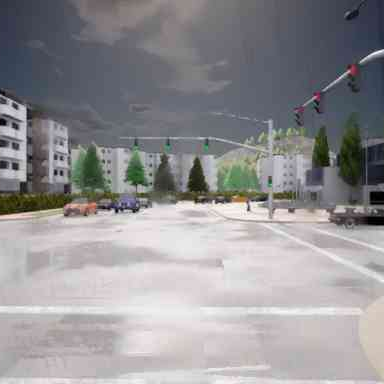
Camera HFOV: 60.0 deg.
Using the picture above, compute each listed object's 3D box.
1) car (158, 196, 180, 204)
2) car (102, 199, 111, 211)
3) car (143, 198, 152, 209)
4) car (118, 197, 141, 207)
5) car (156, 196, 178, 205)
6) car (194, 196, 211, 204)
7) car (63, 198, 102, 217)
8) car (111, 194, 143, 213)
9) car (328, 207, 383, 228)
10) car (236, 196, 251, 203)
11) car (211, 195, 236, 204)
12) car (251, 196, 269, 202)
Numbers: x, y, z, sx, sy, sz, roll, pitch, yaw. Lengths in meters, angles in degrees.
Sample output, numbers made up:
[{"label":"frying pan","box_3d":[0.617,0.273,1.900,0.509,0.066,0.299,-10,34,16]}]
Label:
[{"label":"car","box_3d":[-4.535,1.519,65.871,2.128,1.511,4.902,0,0,28]},{"label":"car","box_3d":[-10.598,1.565,41.316,2.033,1.411,5.357,0,0,0]},{"label":"car","box_3d":[-6.769,1.545,46.649,1.812,1.442,4.674,0,0,5]},{"label":"car","box_3d":[-9.618,1.547,51.593,1.812,1.442,4.674,0,0,11]},{"label":"car","box_3d":[-4.377,1.625,57.592,1.895,1.301,4.718,0,0,20]},{"label":"car","box_3d":[2.285,1.504,63.393,1.882,1.535,5.008,0,0,29]},{"label":"car","box_3d":[-10.580,1.365,31.844,2.097,1.767,4.553,0,0,1]},{"label":"car","box_3d":[-7.159,1.237,37.145,2.150,2.045,5.566,0,0,-3]},{"label":"car","box_3d":[11.273,1.610,21.175,4.718,1.301,1.895,0,0,3]},{"label":"car","box_3d":[10.201,1.508,73.664,5.008,1.535,1.882,0,0,-40]},{"label":"car","box_3d":[6.031,1.529,62.847,1.837,1.490,4.892,0,-1,31]},{"label":"car","box_3d":[14.865,1.555,73.005,4.902,1.511,2.128,0,0,-36]}]
